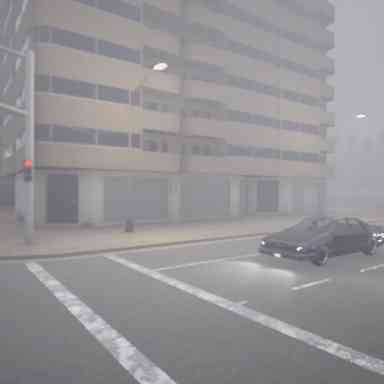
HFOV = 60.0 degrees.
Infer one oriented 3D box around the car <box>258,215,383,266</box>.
[{"bbox_3d":[4.773,1.544,11.695,5.357,1.411,2.033,0,0,-35],"label":"car"}]
